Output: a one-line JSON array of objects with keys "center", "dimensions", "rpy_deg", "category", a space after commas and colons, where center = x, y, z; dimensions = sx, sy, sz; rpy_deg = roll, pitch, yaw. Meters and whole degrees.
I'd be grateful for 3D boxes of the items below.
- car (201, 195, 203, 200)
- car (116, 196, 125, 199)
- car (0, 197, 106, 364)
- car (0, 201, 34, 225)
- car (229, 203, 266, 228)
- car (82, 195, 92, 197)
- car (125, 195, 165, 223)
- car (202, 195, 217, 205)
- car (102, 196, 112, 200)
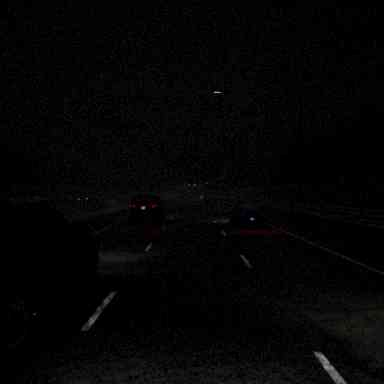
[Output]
[{"center": [3.500, 1.562, 71.313], "dimensions": [2.033, 1.411, 5.357], "rpy_deg": [0, 0, 0], "category": "car"}, {"center": [-14.003, 1.486, 66.359], "dimensions": [1.882, 1.535, 5.008], "rpy_deg": [0, 0, 0], "category": "car"}, {"center": [-3.401, 1.217, 5.975], "dimensions": [2.150, 2.045, 5.566], "rpy_deg": [0, 0, 0], "category": "car"}, {"center": [-14.099, 1.483, 24.899], "dimensions": [2.128, 1.511, 4.902], "rpy_deg": [0, 0, 0], "category": "car"}, {"center": [3.600, 1.469, 22.384], "dimensions": [1.882, 1.535, 5.008], "rpy_deg": [0, 0, 0], "category": "car"}, {"center": [-21.001, 1.364, 65.854], "dimensions": [2.097, 1.767, 4.553], "rpy_deg": [0, 0, 0], "category": "car"}, {"center": [-3.401, 1.213, 25.890], "dimensions": [2.150, 2.045, 5.566], "rpy_deg": [0, 0, 0], "category": "car"}, {"center": [3.500, 1.509, 60.341], "dimensions": [2.163, 1.488, 4.792], "rpy_deg": [0, 0, 0], "category": "car"}, {"center": [-17.501, 1.548, 66.697], "dimensions": [2.033, 1.411, 5.357], "rpy_deg": [0, 0, 0], "category": "car"}]
